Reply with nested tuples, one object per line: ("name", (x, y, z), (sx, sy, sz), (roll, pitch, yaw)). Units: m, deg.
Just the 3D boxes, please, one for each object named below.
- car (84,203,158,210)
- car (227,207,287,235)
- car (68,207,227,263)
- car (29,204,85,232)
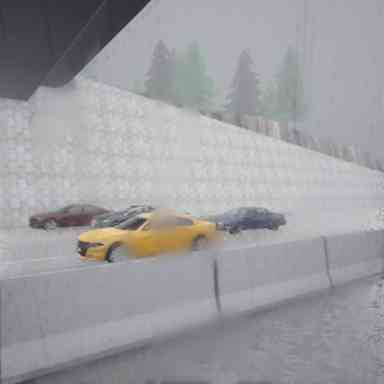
("car", (-3.197, 1.495, 18.871), (4.902, 1.511, 2.128), (0, 0, -35))
("car", (3.114, 1.552, 19.024), (5.357, 1.411, 2.033), (0, 0, -35))
("car", (-1.389, 1.479, 11.577), (5.008, 1.535, 1.882), (0, 0, -35))
("car", (-7.178, 1.479, 20.343), (5.008, 1.535, 1.882), (0, 0, -35))
